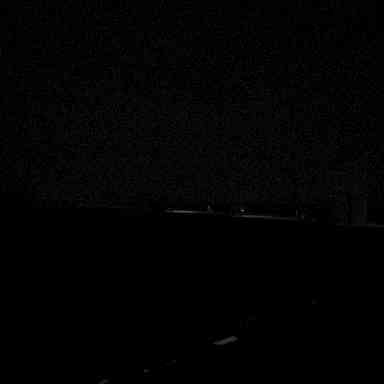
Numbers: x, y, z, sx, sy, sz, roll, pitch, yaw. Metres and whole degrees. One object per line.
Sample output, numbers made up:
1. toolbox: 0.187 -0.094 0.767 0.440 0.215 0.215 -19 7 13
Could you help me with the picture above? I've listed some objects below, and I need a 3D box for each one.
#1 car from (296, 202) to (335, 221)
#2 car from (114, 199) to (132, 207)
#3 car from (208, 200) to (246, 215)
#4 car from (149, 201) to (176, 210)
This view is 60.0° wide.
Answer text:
1. car: 10.573 1.564 26.163 2.128 1.511 4.902 1 -1 -37
2. car: -13.390 2.032 64.270 1.882 1.535 5.008 1 -1 -36
3. car: 3.686 1.656 35.617 2.128 1.511 4.902 1 -1 -36
4. car: -4.180 1.889 46.535 1.895 1.301 4.718 1 -1 -36
